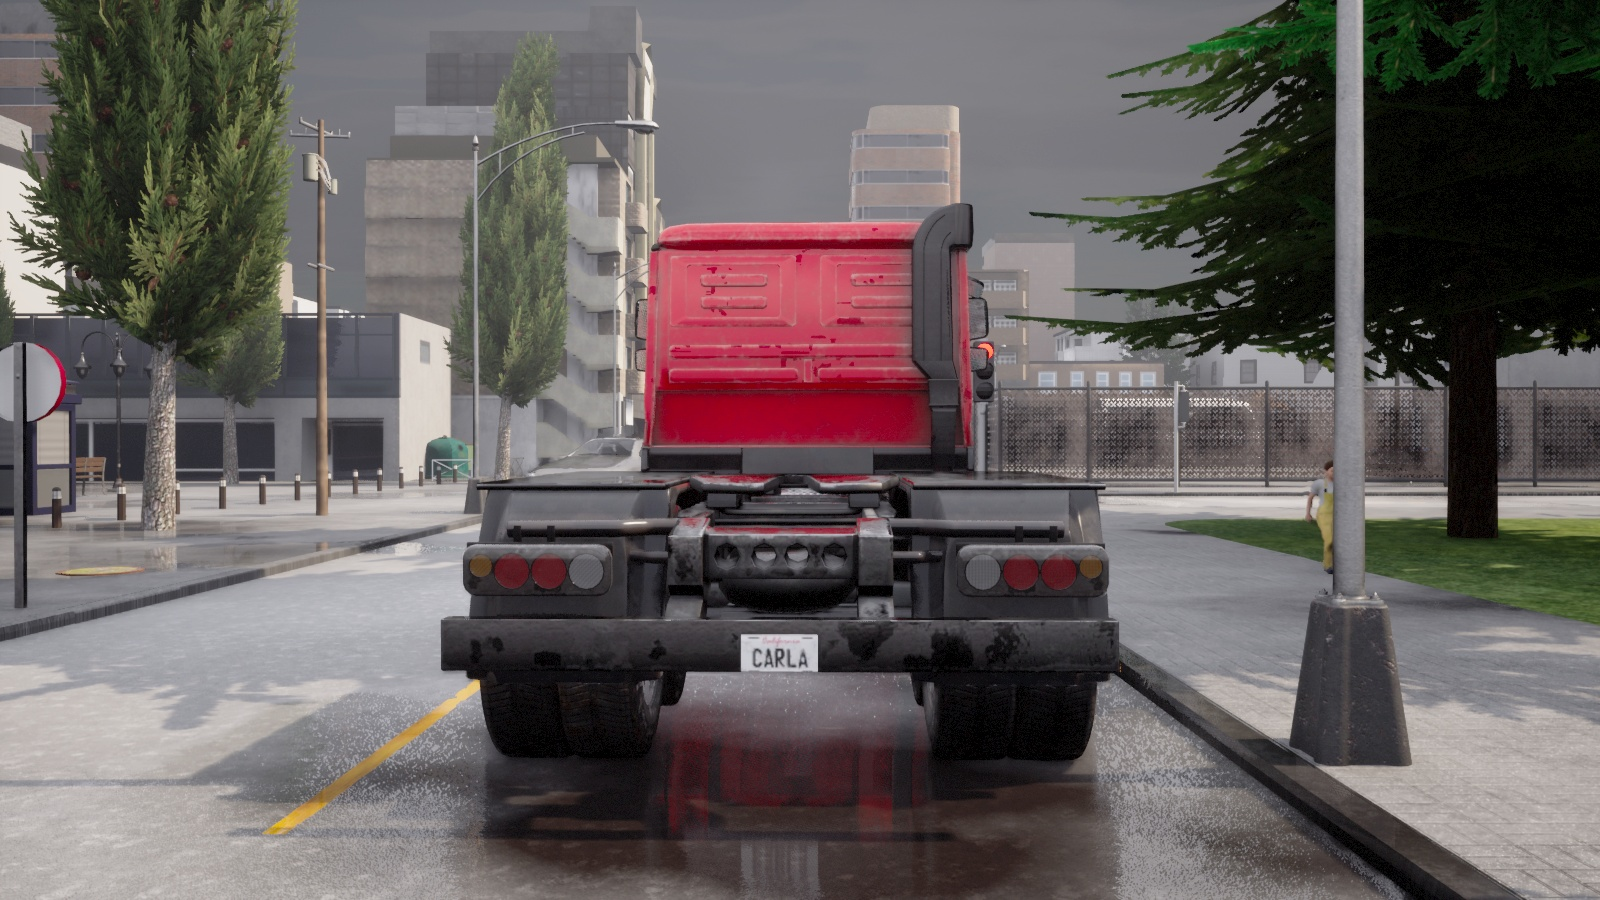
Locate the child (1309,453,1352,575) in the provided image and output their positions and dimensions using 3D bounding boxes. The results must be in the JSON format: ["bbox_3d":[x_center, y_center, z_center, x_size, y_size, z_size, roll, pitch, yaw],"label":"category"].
[{"bbox_3d":[5.599,0.666,13.257,0.270,1.263,0.437,0,0,0],"label":"child"}]

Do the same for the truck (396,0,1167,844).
[{"bbox_3d":[0.020,-0.284,8.679,2.891,3.462,7.936,0,0,1],"label":"truck"}]

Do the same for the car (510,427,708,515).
[{"bbox_3d":[-3.808,0.375,26.129,2.152,1.651,5.027,0,0,16],"label":"car"}]

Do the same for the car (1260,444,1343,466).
[{"bbox_3d":[32.798,0.335,82.157,4.674,1.442,1.812,0,0,0],"label":"car"}]

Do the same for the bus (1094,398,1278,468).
[{"bbox_3d":[23.857,-1.052,78.208,10.273,4.253,3.944,0,0,2],"label":"bus"}]
